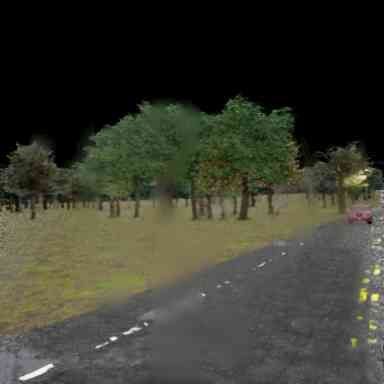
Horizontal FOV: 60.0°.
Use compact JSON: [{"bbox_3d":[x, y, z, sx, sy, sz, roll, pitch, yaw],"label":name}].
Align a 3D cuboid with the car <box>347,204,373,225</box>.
[{"bbox_3d":[17.910,2.334,35.340,2.150,2.045,5.566,-2,-3,30],"label":"car"}]
